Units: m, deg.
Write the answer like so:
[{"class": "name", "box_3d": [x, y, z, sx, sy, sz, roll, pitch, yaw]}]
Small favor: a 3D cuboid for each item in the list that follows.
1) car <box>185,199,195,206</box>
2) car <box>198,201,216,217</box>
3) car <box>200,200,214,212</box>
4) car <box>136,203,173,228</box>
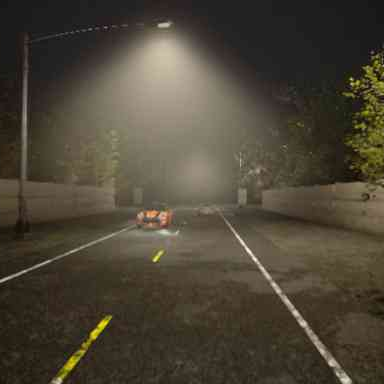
[{"class": "car", "box_3d": [-0.470, 2.142, 67.965, 1.837, 1.490, 4.892, 0, 0, 3]}, {"class": "car", "box_3d": [1.606, 1.908, 36.484, 1.812, 1.442, 4.674, 0, -1, 3]}, {"class": "car", "box_3d": [2.135, 1.999, 47.808, 1.837, 1.490, 4.892, 0, 0, 3]}, {"class": "car", "box_3d": [-2.571, 1.576, 23.825, 2.097, 1.767, 4.553, 0, -1, 3]}]
